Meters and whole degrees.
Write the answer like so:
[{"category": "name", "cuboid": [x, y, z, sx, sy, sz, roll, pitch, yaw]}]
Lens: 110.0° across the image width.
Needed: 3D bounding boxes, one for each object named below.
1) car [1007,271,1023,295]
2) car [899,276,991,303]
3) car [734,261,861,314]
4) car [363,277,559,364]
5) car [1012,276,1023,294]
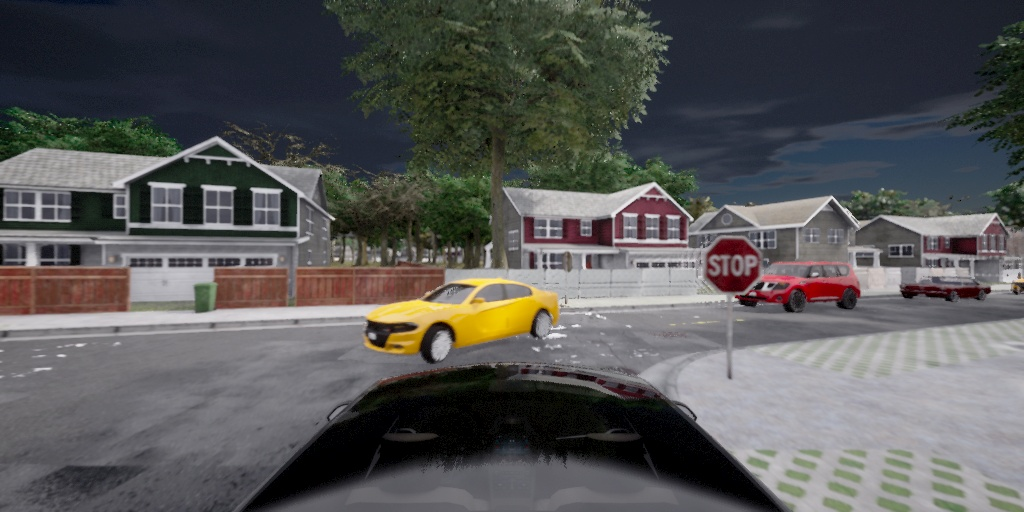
[{"category": "car", "cuboid": [35.727, 1.790, 23.897, 5.008, 1.535, 1.882, 1, -1, -20]}, {"category": "car", "cuboid": [23.448, 1.756, 19.463, 4.718, 1.301, 1.895, 1, 0, -20]}, {"category": "car", "cuboid": [12.285, 1.229, 15.406, 5.566, 2.045, 2.150, 1, -1, -20]}, {"category": "car", "cuboid": [-0.897, 1.277, 8.517, 1.882, 1.535, 5.008, -1, -2, 44]}, {"category": "car", "cuboid": [28.221, 1.685, 18.074, 4.902, 1.511, 2.128, 1, 0, -20]}]
